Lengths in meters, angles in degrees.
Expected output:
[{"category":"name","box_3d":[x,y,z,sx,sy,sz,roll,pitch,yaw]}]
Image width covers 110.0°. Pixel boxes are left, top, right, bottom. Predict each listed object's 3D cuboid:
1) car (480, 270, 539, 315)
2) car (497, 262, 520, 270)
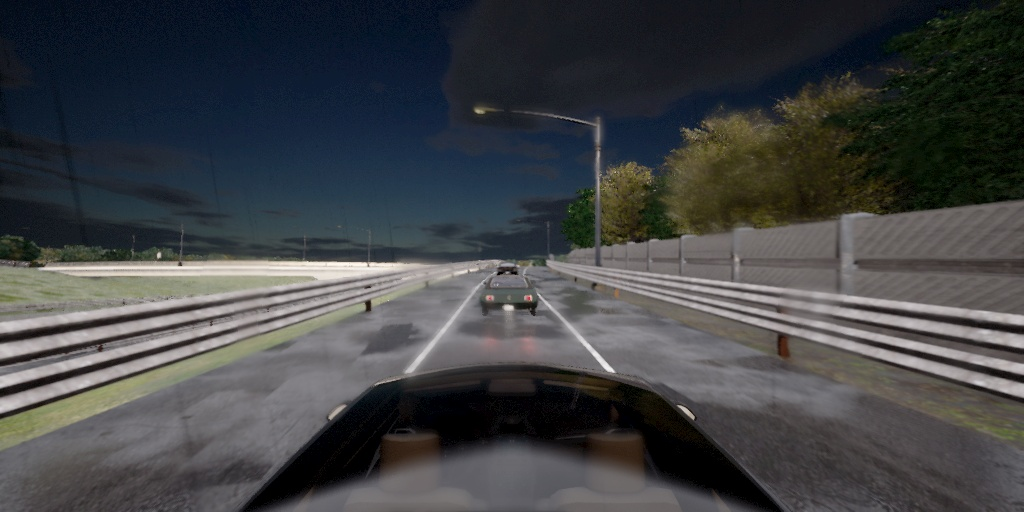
[{"category":"car","box_3d":[-0.130,1.368,13.586,1.895,1.301,4.718,0,0,-1]},{"category":"car","box_3d":[-0.346,1.261,32.624,1.882,1.535,5.008,0,0,0]}]
